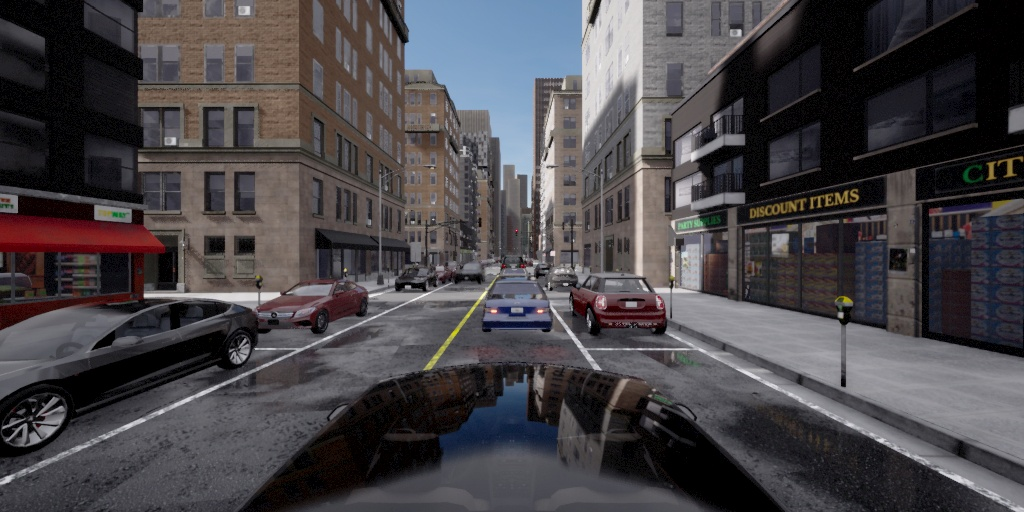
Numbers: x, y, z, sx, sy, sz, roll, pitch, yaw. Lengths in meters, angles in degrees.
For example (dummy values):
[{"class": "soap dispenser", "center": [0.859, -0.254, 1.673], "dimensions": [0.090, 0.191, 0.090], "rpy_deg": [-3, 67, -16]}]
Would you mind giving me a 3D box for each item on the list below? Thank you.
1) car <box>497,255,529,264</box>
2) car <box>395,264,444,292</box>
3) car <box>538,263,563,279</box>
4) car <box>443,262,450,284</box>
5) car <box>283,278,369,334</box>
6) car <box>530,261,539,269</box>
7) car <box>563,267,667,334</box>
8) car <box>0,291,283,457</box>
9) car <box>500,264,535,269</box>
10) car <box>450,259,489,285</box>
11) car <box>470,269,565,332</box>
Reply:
[{"class": "car", "center": [0.086, 0.974, 31.317], "dimensions": [2.150, 2.045, 5.566], "rpy_deg": [0, 0, 0]}, {"class": "car", "center": [-5.619, 1.316, 21.589], "dimensions": [1.948, 1.339, 4.313], "rpy_deg": [0, 0, 0]}, {"class": "car", "center": [2.906, 1.301, 21.566], "dimensions": [2.007, 1.370, 4.403], "rpy_deg": [0, 0, 0]}, {"class": "car", "center": [-5.604, 1.334, 27.091], "dimensions": [1.802, 1.307, 4.207], "rpy_deg": [0, 0, 0]}, {"class": "car", "center": [-5.648, 1.332, 10.587], "dimensions": [1.802, 1.307, 4.207], "rpy_deg": [0, 0, 0]}, {"class": "car", "center": [2.936, 1.319, 32.569], "dimensions": [1.948, 1.339, 4.313], "rpy_deg": [0, 0, 0]}, {"class": "car", "center": [2.877, 1.189, 10.564], "dimensions": [1.967, 1.591, 4.097], "rpy_deg": [0, 0, 0]}, {"class": "car", "center": [-5.664, 1.316, 5.086], "dimensions": [1.948, 1.339, 4.313], "rpy_deg": [0, 0, 0]}, {"class": "car", "center": [0.149, 1.352, 21.285], "dimensions": [1.895, 1.301, 4.718], "rpy_deg": [0, 0, 0]}, {"class": "car", "center": [-3.000, 1.229, 26.373], "dimensions": [1.882, 1.535, 5.008], "rpy_deg": [0, 0, 1]}, {"class": "car", "center": [0.123, 1.297, 10.780], "dimensions": [2.033, 1.411, 5.357], "rpy_deg": [0, 0, 0]}]
